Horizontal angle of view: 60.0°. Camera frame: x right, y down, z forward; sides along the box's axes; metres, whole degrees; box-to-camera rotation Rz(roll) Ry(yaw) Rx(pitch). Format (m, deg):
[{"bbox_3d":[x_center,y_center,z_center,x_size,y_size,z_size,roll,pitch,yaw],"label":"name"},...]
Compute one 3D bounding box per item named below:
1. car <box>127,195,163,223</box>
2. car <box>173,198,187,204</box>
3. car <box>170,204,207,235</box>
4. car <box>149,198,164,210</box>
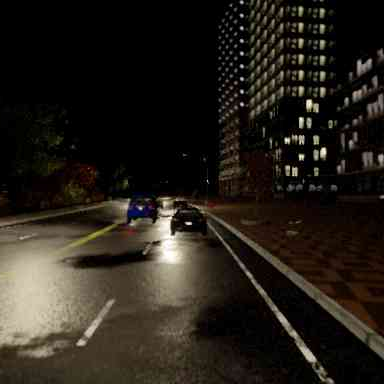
[{"bbox_3d":[-3.734,1.265,26.099,2.150,2.045,5.566,0,0,-2],"label":"car"},{"bbox_3d":[-1.635,1.590,45.983,2.128,1.511,4.902,0,0,-4],"label":"car"},{"bbox_3d":[-0.229,1.588,19.128,1.994,1.385,4.181,0,0,-2],"label":"car"},{"bbox_3d":[-4.986,1.652,47.217,2.033,1.411,5.357,0,0,-4],"label":"car"}]
